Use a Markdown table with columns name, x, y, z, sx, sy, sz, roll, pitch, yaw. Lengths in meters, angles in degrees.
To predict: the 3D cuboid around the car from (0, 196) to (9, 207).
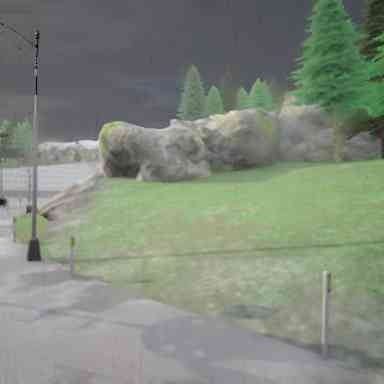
| name | x | y | z | sx | sy | sz | roll | pitch | yaw |
| --- | --- | --- | --- | --- | --- | --- | --- | --- | --- |
| car | -20.955 | 0.951 | 34.855 | 1.895 | 1.301 | 4.718 | 1 | 1 | -9 |
